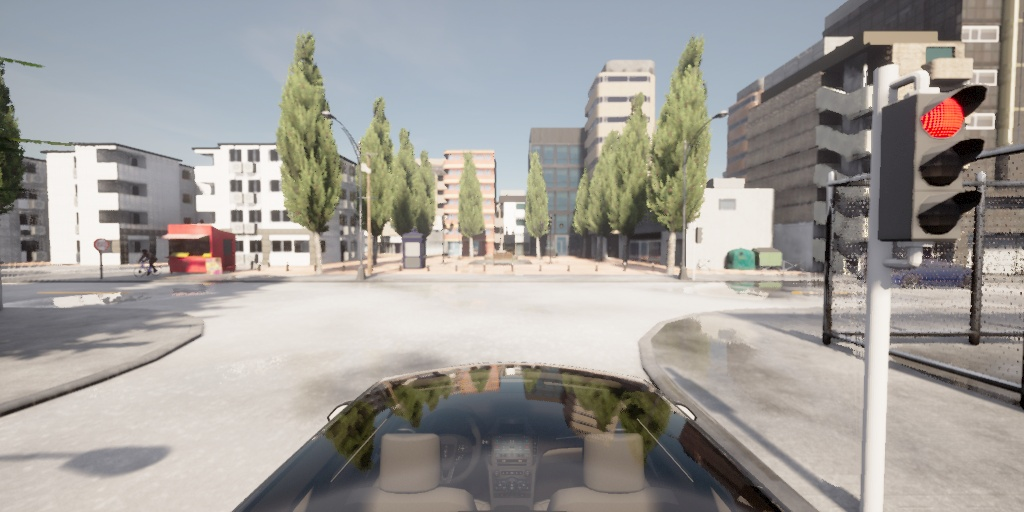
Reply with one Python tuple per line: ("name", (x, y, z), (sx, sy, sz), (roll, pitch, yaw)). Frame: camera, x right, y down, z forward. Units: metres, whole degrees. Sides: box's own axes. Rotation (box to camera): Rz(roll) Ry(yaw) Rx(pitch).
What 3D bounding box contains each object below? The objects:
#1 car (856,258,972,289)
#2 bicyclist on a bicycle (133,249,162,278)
("car", (19.096, 0.789, 17.041), (4.181, 1.385, 1.994), (0, 2, 0))
("bicyclist on a bicycle", (-21.553, 0.431, 21.210), (0.582, 1.620, 1.656), (0, 2, 0))
